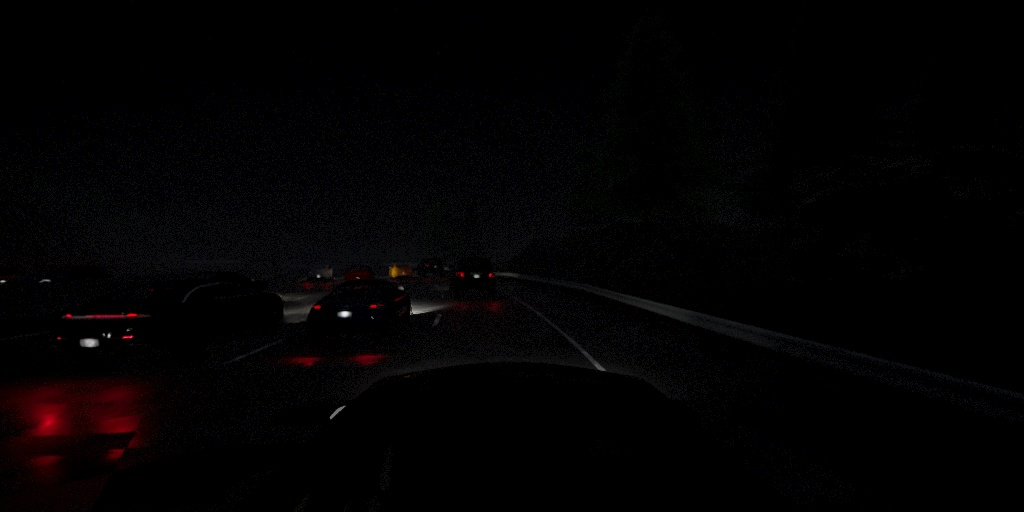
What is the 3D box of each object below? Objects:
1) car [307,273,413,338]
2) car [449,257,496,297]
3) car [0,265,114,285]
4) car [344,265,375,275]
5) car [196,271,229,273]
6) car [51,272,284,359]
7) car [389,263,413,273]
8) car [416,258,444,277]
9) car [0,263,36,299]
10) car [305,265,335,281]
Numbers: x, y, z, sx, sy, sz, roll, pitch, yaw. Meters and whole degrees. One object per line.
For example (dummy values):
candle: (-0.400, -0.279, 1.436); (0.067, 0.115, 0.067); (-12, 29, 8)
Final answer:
car: (-4.249, 1.379, 10.580); (1.994, 1.385, 4.181); (0, 0, -7)
car: (-2.270, 1.087, 20.046); (2.150, 2.045, 5.566); (0, 0, -12)
car: (-23.677, 1.277, 18.816); (2.097, 1.767, 4.553); (0, 0, -15)
car: (-11.636, 1.415, 27.486); (1.882, 1.535, 5.008); (0, 0, -19)
car: (-11.834, 1.340, 14.464); (1.882, 1.535, 5.008); (0, 0, -10)
car: (-7.531, 1.306, 8.641); (2.128, 1.511, 4.902); (0, 0, -5)
car: (-11.046, 1.459, 35.525); (1.882, 1.535, 5.008); (0, 0, -23)
car: (-9.104, 1.221, 39.668); (2.150, 2.045, 5.566); (0, 0, -25)
car: (-26.957, 1.281, 17.531); (2.097, 1.767, 4.553); (0, 0, -15)
car: (-17.421, 1.512, 32.714); (1.812, 1.442, 4.674); (0, 0, -23)
